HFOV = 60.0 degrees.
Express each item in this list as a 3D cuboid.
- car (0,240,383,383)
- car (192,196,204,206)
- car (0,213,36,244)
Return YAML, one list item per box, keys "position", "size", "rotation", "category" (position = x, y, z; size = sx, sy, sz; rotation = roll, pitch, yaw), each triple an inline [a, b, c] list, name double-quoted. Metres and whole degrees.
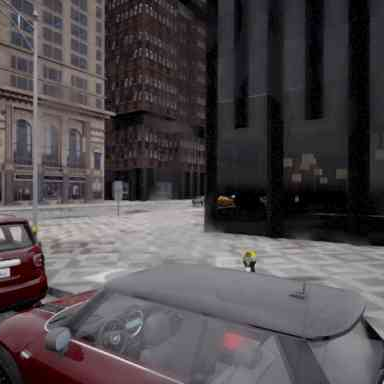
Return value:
- position: [-0.259, 1.440, 3.144]
  size: [4.097, 1.590, 1.967]
  rotation: [0, 0, 35]
  category: "car"
- position: [1.930, 1.373, 52.075]
  size: [2.128, 1.511, 4.902]
  rotation: [0, 0, 36]
  category: "car"
- position: [-4.821, 1.314, 6.396]
  size: [5.009, 1.841, 2.192]
  rotation: [0, 0, 35]
  category: "car"
